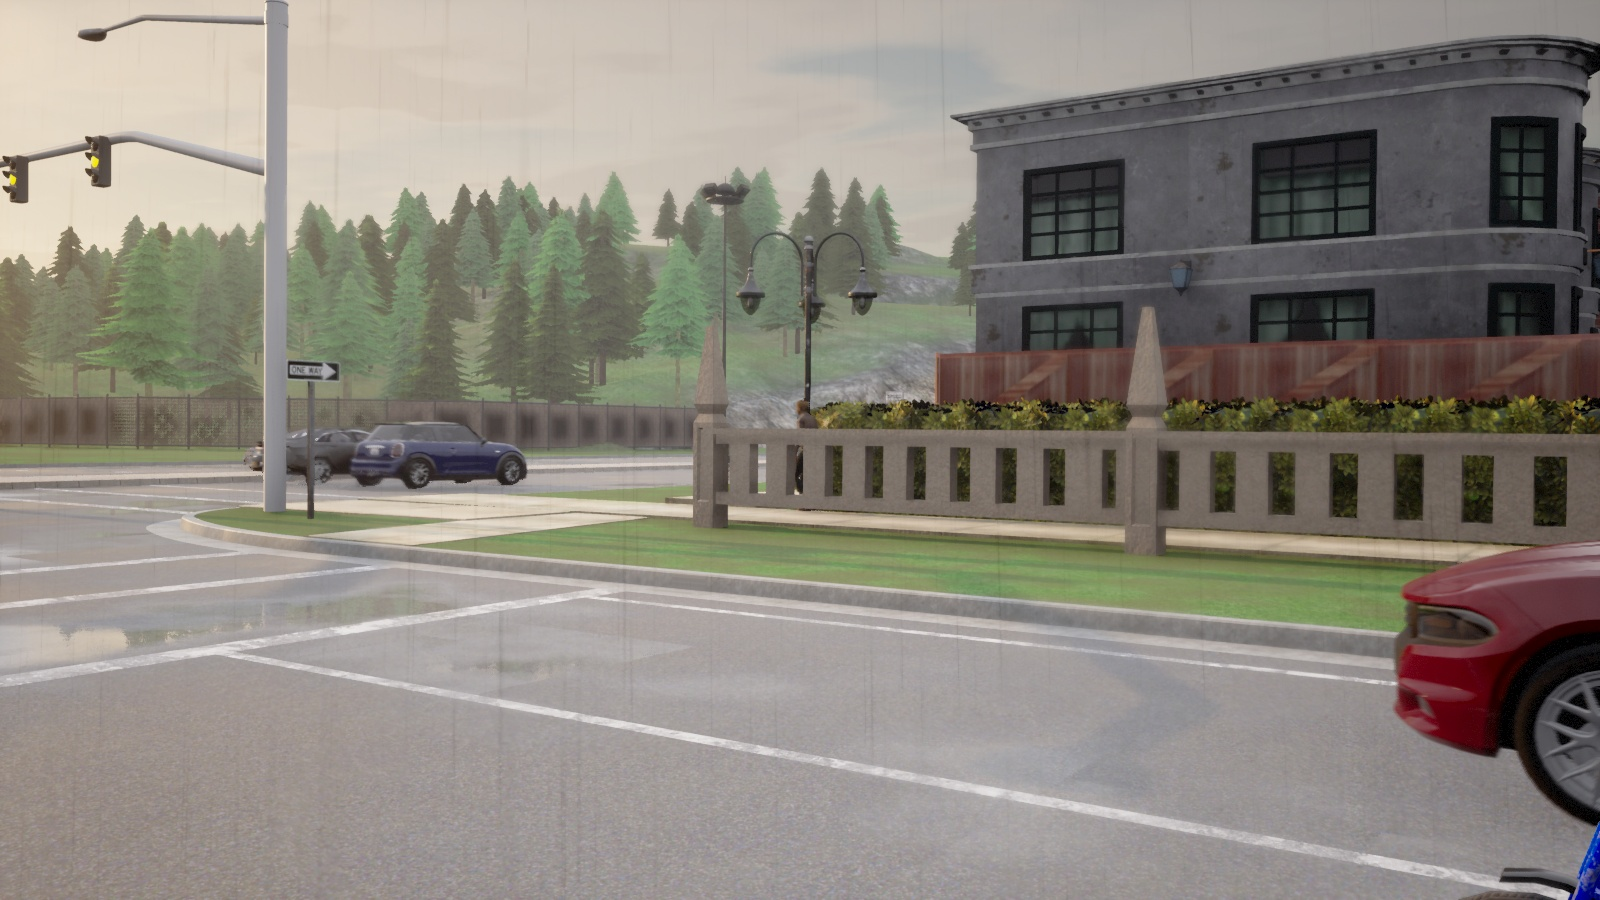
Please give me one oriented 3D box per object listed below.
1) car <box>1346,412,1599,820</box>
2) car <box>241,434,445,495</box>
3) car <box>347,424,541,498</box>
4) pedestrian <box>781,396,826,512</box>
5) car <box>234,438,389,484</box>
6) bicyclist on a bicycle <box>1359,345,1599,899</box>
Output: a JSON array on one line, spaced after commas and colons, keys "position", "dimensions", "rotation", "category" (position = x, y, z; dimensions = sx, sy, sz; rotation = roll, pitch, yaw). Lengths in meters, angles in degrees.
[{"position": [4.871, 0.602, 4.591], "dimensions": [5.008, 1.535, 1.882], "rotation": [0, 1, 34], "category": "car"}, {"position": [-12.349, 0.332, 34.252], "dimensions": [2.128, 1.511, 4.902], "rotation": [0, 1, 34], "category": "car"}, {"position": [-9.179, 0.227, 32.691], "dimensions": [2.097, 1.767, 4.553], "rotation": [0, 1, 34], "category": "car"}, {"position": [0.057, 0.064, 20.207], "dimensions": [0.634, 1.846, 0.331], "rotation": [0, 1, 37], "category": "pedestrian"}, {"position": [-16.435, 0.326, 42.475], "dimensions": [1.812, 1.442, 4.674], "rotation": [0, 1, 34], "category": "car"}, {"position": [1.935, 0.618, 2.330], "dimensions": [1.509, 1.612, 0.866], "rotation": [0, 1, 34], "category": "bicyclist on a bicycle"}]
